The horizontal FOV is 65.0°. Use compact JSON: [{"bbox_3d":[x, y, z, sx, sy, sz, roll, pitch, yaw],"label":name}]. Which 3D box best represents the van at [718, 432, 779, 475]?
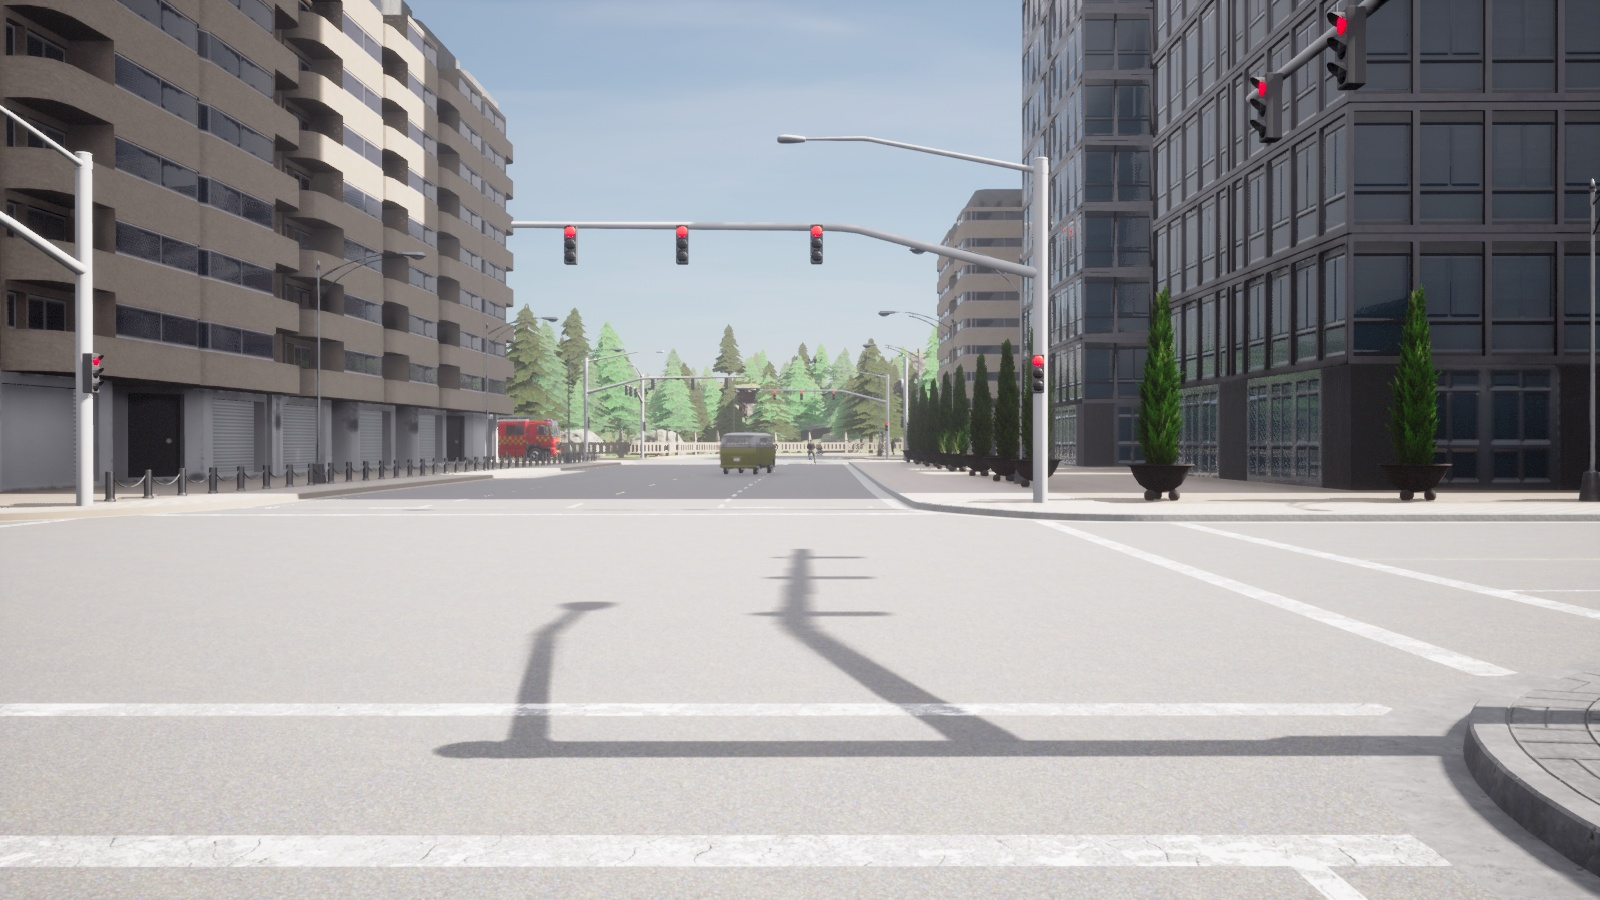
[{"bbox_3d":[-2.403,0.159,59.918,1.775,1.987,4.442,0,0,14],"label":"van"}]
